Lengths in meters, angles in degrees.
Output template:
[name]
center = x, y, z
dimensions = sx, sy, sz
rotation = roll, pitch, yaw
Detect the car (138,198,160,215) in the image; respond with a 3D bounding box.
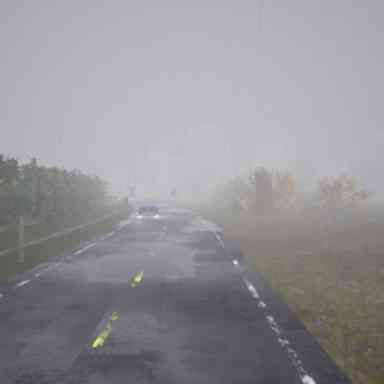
[car]
center = -4.292, 1.376, 33.149
dimensions = 1.882, 1.535, 5.008
rotation = 0, 0, -7
